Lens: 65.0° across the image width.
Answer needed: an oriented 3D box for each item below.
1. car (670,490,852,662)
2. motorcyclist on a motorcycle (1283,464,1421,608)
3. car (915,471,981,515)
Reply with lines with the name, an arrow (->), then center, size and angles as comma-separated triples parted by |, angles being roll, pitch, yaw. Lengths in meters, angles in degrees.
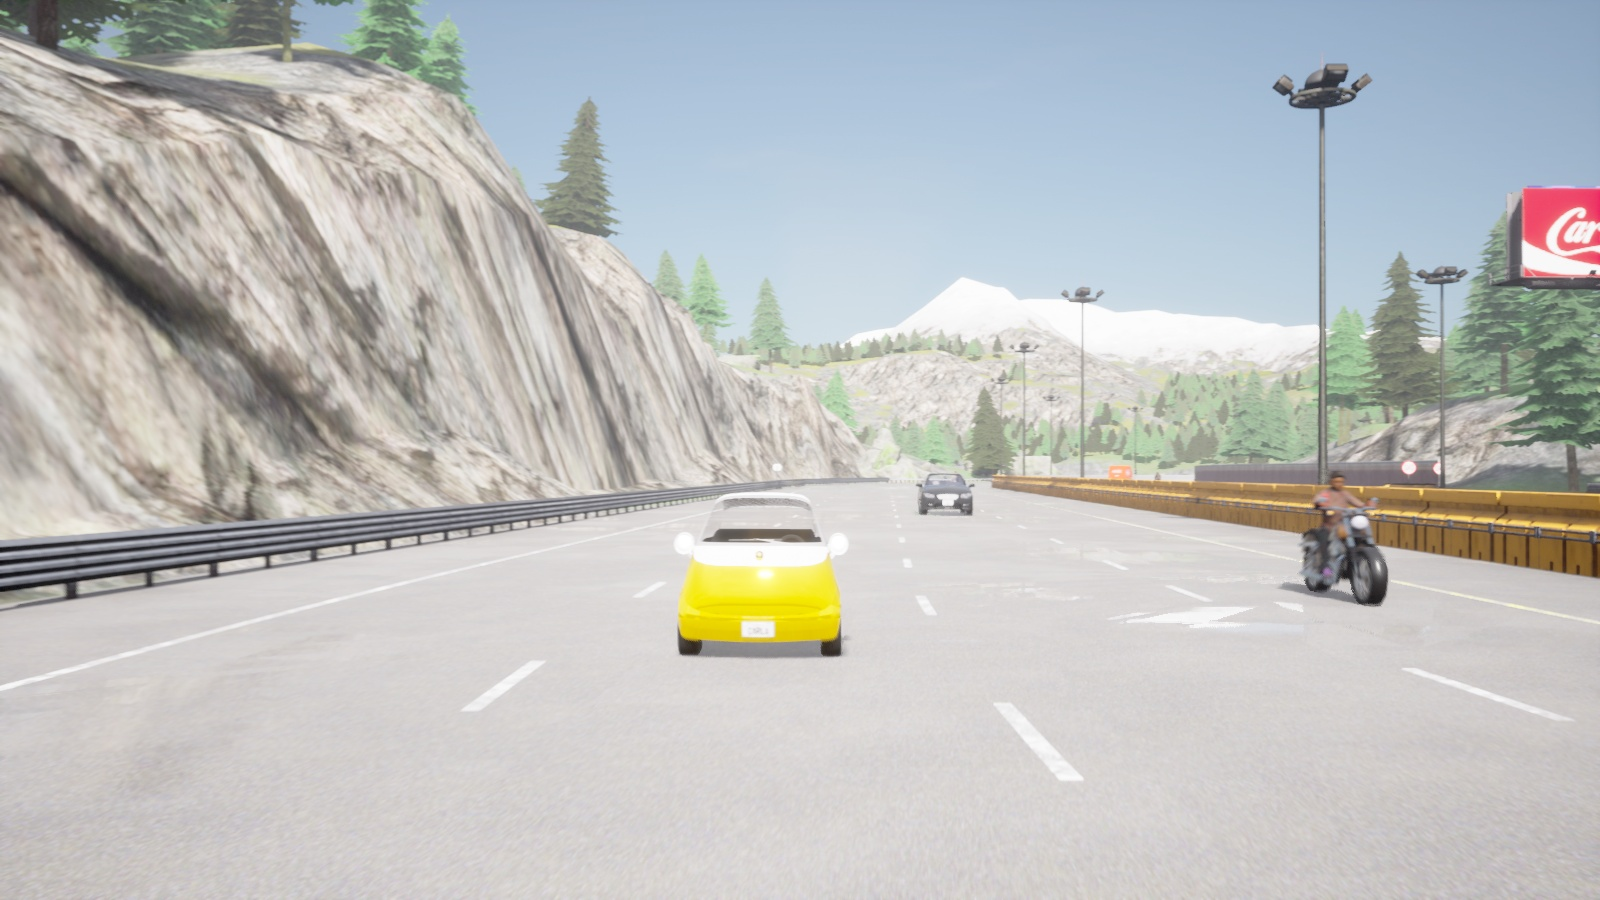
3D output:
car -> -0.304, 1.060, 11.316 | 1.481, 1.376, 2.207 | 0, -1, 1
motorcyclist on a motorcycle -> 6.780, 1.003, 15.578 | 0.766, 1.649, 2.350 | 0, -1, 3
car -> 5.287, 1.514, 45.422 | 2.128, 1.511, 4.902 | 0, -1, 4
